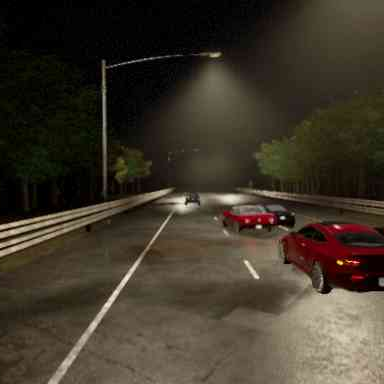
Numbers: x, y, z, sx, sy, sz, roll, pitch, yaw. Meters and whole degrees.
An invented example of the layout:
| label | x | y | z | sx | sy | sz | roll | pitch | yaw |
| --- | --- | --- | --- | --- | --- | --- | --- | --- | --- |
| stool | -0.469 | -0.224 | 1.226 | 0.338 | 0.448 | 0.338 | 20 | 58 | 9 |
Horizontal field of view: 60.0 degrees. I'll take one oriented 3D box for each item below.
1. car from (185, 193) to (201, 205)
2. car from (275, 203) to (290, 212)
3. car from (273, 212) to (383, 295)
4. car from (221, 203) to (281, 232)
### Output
| label | x | y | z | sx | sy | sz | roll | pitch | yaw |
| --- | --- | --- | --- | --- | --- | --- | --- | --- | --- |
| car | 0.096 | 0.826 | 41.348 | 2.033 | 1.411 | 5.357 | 0 | 2 | 0 |
| car | 4.610 | 1.356 | 20.682 | 1.994 | 1.385 | 4.181 | 0 | 1 | -15 |
| car | 3.598 | 1.464 | 8.428 | 1.812 | 1.442 | 4.674 | 0 | 1 | 0 |
| car | 3.004 | 1.414 | 18.669 | 1.895 | 1.301 | 4.718 | -2 | 1 | -8 |
